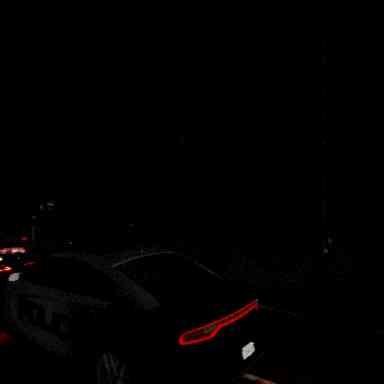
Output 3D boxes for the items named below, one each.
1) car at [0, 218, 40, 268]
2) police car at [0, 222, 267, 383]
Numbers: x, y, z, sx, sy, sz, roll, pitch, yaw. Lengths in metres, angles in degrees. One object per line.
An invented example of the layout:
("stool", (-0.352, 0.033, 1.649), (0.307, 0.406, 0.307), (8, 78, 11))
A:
("car", (-7.308, 1.653, 11.644), (4.206, 1.307, 1.802), (0, -1, 37))
("police car", (-1.483, 1.466, 5.069), (5.238, 1.638, 1.930), (0, -1, 37))
